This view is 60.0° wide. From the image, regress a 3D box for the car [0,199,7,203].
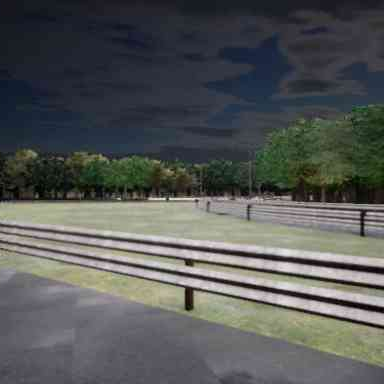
[{"bbox_3d":[-46.013,1.819,77.959,5.008,1.535,1.882,0,0,1],"label":"car"}]
